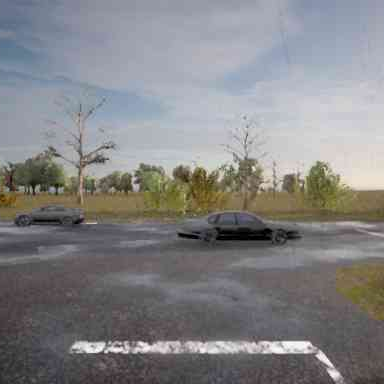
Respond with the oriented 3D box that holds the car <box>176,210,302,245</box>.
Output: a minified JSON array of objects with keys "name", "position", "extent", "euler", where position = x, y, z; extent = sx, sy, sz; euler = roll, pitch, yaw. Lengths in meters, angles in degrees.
[{"name":"car","position":[1.992,1.538,14.834],"extent":[5.357,1.411,2.033],"euler":[0,0,-1]}]

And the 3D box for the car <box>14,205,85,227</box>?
[{"name":"car","position":[-9.156,1.519,21.587],"extent":[4.181,1.385,1.994],"euler":[0,0,-1]}]
